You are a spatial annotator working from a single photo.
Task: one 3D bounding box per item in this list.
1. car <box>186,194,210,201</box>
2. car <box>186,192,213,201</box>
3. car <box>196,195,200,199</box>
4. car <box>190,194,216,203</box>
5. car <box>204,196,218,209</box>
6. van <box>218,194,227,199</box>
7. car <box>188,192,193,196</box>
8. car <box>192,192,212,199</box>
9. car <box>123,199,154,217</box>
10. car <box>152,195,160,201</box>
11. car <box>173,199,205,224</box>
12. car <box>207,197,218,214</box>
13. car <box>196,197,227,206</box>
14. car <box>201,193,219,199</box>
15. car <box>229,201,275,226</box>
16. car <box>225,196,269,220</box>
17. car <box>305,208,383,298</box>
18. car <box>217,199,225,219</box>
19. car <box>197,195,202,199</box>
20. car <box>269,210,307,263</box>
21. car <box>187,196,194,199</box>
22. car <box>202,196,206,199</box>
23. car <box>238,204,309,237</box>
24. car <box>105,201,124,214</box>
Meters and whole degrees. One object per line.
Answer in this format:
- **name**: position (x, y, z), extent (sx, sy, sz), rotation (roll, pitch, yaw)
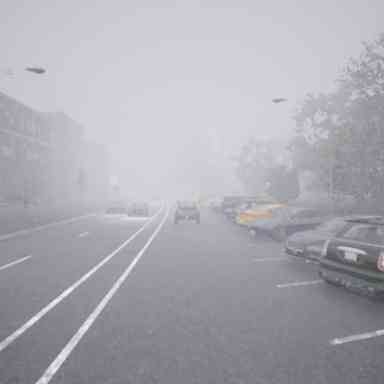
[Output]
- **car**: position (1.324, 1.161, 75.812), extent (4.892, 1.521, 2.231), rotation (0, 1, -26)
- **car**: position (1.657, 0.976, 72.865), extent (5.566, 2.045, 2.435), rotation (0, 1, -26)
- **car**: position (3.626, 1.566, 49.147), extent (4.892, 1.521, 2.231), rotation (1, 1, -24)
- **car**: position (2.227, 1.234, 66.949), extent (4.553, 1.767, 2.185), rotation (0, 2, -25)
- **car**: position (4.316, 1.539, 37.286), extent (5.008, 1.535, 2.097), rotation (1, 0, -23)
- **van**: position (4.841, 1.290, 28.431), extent (4.442, 1.987, 1.878), rotation (1, 0, -22)
- **car**: position (2.698, 1.217, 60.994), extent (5.566, 2.045, 2.435), rotation (0, 1, -25)
- **car**: position (3.438, 1.305, 52.132), extent (5.566, 2.045, 2.435), rotation (1, 0, -24)
- **car**: position (-5.019, 1.612, 31.950), extent (1.994, 1.385, 4.181), rotation (0, 0, -3)
- **car**: position (-7.945, 1.263, 73.256), extent (1.895, 1.301, 4.718), rotation (0, 1, -6)
- **car**: position (-0.404, 1.515, 25.323), extent (2.128, 1.511, 4.902), rotation (0, 0, -2)
- **car**: position (4.480, 1.531, 34.312), extent (5.008, 1.535, 2.097), rotation (1, 0, -23)
- **car**: position (3.217, 1.567, 55.100), extent (4.792, 1.488, 2.163), rotation (1, 0, -25)
- **car**: position (4.023, 1.430, 43.225), extent (4.553, 1.767, 2.185), rotation (1, 0, -23)
- **car**: position (5.026, 1.496, 19.473), extent (5.008, 1.535, 2.097), rotation (1, 0, -22)
- **car**: position (4.913, 1.376, 22.436), extent (4.553, 1.767, 2.185), rotation (1, 0, -22)
- **car**: position (5.238, 1.360, 7.583), extent (4.553, 1.767, 2.185), rotation (1, 0, -21)
- **car**: position (4.852, 1.508, 25.408), extent (5.008, 1.535, 2.097), rotation (1, 0, -22)
- **car**: position (3.806, 1.563, 46.183), extent (5.008, 1.535, 2.097), rotation (1, 0, -24)
- **car**: position (5.237, 1.488, 10.557), extent (4.892, 1.521, 2.231), rotation (1, 0, -21)
- **car**: position (-1.238, 1.622, 42.877), extent (2.033, 1.411, 5.357), rotation (0, 0, -3)
- **car**: position (4.334, 1.547, 40.326), extent (5.366, 1.575, 1.946), rotation (1, 0, -23)
- **car**: position (5.080, 1.522, 16.490), extent (4.792, 1.488, 2.163), rotation (1, 0, -21)
- **car**: position (-8.007, 1.628, 35.847), extent (1.994, 1.385, 4.181), rotation (0, 0, -3)
